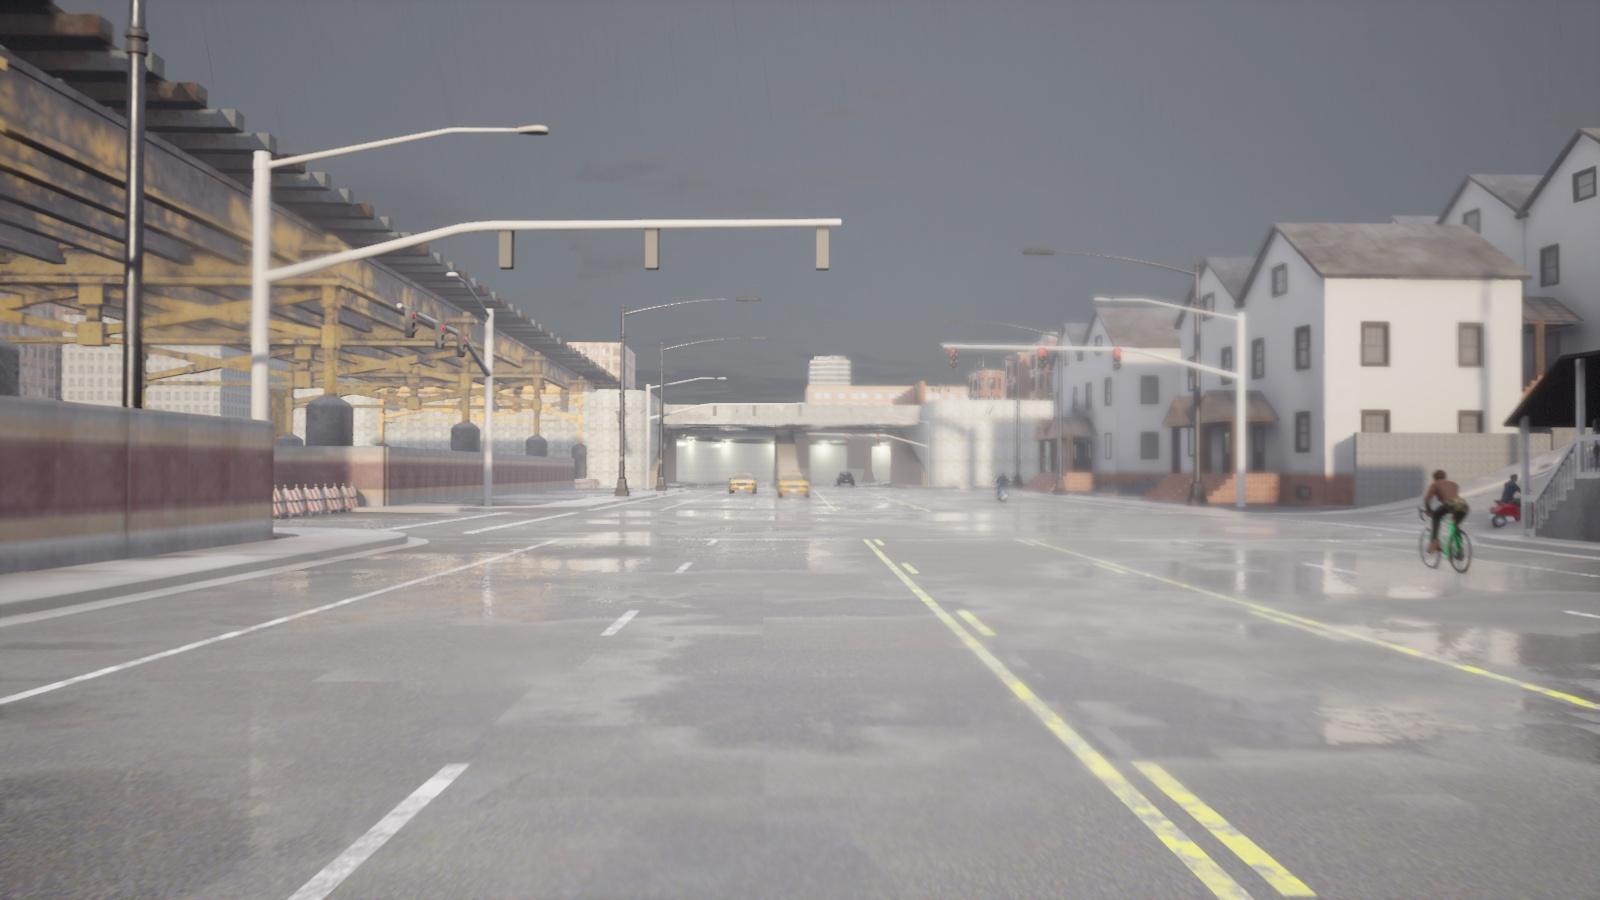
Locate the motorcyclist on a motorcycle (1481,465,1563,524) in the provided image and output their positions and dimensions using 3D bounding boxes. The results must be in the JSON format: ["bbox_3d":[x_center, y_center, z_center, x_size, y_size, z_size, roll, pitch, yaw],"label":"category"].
[{"bbox_3d":[21.701,1.333,37.765,1.817,1.590,0.866,-6,-1,-2],"label":"motorcyclist on a motorcycle"}]

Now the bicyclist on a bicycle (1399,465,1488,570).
[{"bbox_3d":[10.336,1.067,20.227,0.582,1.620,1.656,0,-1,2],"label":"bicyclist on a bicycle"}]

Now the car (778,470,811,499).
[{"bbox_3d":[-0.316,1.989,73.284,1.801,1.575,5.366,0,-1,0],"label":"car"}]

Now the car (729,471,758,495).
[{"bbox_3d":[-3.872,2.225,86.472,1.801,1.575,5.366,0,-1,0],"label":"car"}]
